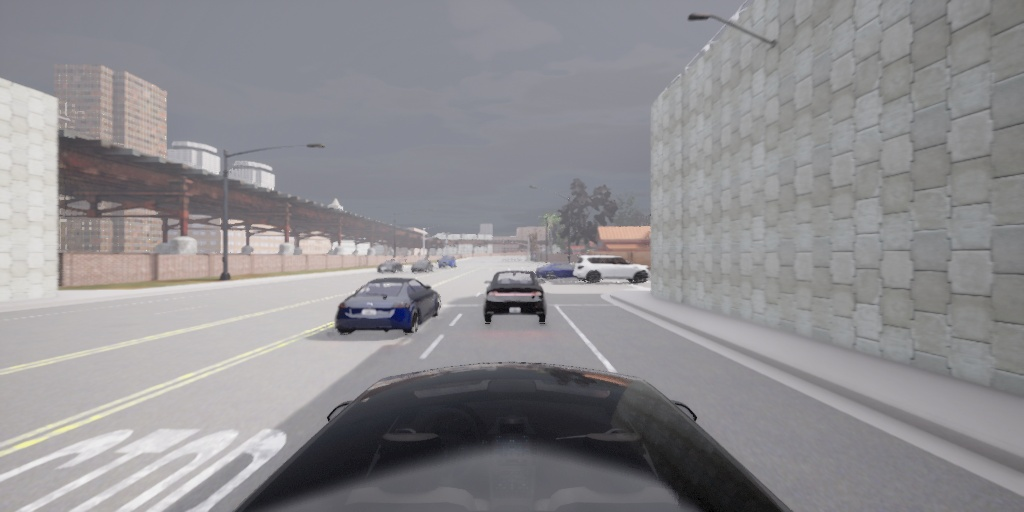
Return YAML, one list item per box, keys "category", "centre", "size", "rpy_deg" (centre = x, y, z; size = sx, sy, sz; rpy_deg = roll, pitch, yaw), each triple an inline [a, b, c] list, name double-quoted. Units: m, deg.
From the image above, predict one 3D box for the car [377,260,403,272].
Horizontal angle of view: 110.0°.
- category: "car"
  centre: [-14.091, 1.272, 41.674]
  size: [2.128, 1.511, 4.902]
  rpy_deg: [0, 0, 0]

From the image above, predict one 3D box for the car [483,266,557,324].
- category: "car"
  centre: [0.088, 1.247, 12.025]
  size: [2.128, 1.511, 4.902]
  rpy_deg: [0, 0, 0]

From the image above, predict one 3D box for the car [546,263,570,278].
- category: "car"
  centre: [4.288, 1.296, 29.416]
  size: [4.674, 1.442, 1.812]
  rpy_deg: [0, -1, -6]

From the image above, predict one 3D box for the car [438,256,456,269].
- category: "car"
  centre: [-10.540, 1.012, 58.856]
  size: [2.150, 2.045, 5.566]
  rpy_deg: [0, 0, 1]

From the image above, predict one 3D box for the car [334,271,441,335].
- category: "car"
  centre: [-3.416, 1.320, 10.594]
  size: [1.994, 1.385, 4.181]
  rpy_deg: [0, 0, 0]

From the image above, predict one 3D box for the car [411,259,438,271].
- category: "car"
  centre: [-10.589, 1.285, 42.685]
  size: [1.837, 1.490, 4.892]
  rpy_deg: [0, 0, 0]

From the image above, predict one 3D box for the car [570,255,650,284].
- category: "car"
  centre: [7.402, 0.989, 26.424]
  size: [5.566, 2.045, 2.150]
  rpy_deg: [0, -1, 2]
